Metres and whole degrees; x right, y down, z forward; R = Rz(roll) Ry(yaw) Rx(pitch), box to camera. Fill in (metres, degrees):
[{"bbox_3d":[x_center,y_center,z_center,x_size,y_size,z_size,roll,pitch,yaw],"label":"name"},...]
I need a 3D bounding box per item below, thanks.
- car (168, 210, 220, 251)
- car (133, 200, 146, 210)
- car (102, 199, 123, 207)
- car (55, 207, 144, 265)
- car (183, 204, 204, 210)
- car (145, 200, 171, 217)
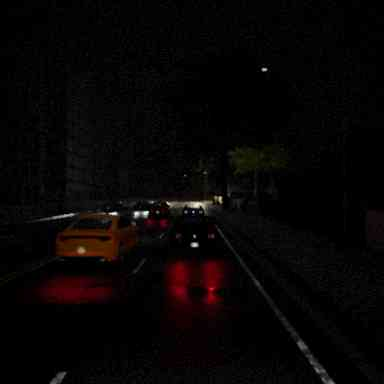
[{"bbox_3d":[0.106,1.663,14.477,1.895,1.301,4.718,0,0,0],"label":"car"},{"bbox_3d":[-6.561,1.778,44.214,1.994,1.385,4.181,0,0,0],"label":"car"},{"bbox_3d":[-9.822,1.690,41.372,2.128,1.511,4.902,0,0,0],"label":"car"},{"bbox_3d":[-3.146,1.527,11.940,1.882,1.535,5.008,0,0,0],"label":"car"},{"bbox_3d":[0.113,1.741,30.177,1.895,1.301,4.718,0,0,0],"label":"car"},{"bbox_3d":[-3.137,1.678,32.733,1.812,1.442,4.674,0,0,0],"label":"car"}]
